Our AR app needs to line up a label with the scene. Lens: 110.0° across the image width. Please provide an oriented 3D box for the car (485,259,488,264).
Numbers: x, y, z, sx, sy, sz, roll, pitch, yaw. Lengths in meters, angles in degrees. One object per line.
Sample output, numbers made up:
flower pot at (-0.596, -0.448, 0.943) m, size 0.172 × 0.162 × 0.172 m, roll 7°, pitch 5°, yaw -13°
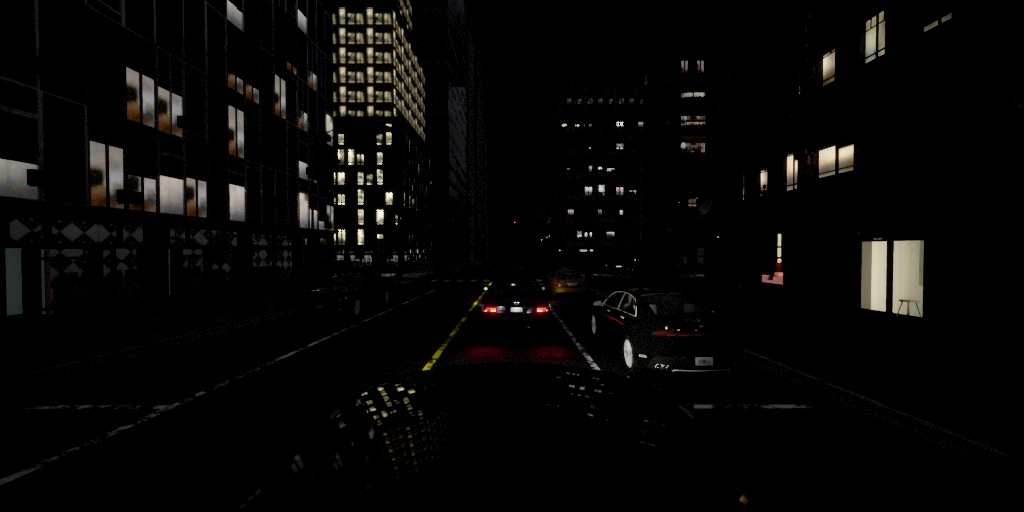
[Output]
car at (-5.803, 1.303, 62.290) m, size 1.948 × 1.339 × 4.313 m, roll 0°, pitch 0°, yaw 0°

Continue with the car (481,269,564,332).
car at (0.085, 1.295, 10.845) m, size 2.033 × 1.411 × 5.357 m, roll 0°, pitch 0°, yaw 0°

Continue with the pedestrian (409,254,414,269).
pedestrian at (-12.629, 0.669, 45.140) m, size 0.375 × 1.860 × 0.375 m, roll 0°, pitch 0°, yaw 1°

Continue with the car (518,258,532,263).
car at (2.577, 1.288, 62.305) m, size 2.007 × 1.370 × 4.403 m, roll 0°, pitch 0°, yaw 0°

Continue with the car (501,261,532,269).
car at (0.057, 1.249, 21.267) m, size 1.837 × 1.490 × 4.892 m, roll 0°, pitch 0°, yaw 0°

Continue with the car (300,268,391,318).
car at (-5.843, 1.292, 13.094) m, size 1.888 × 1.381 × 4.507 m, roll 0°, pitch 0°, yaw 0°

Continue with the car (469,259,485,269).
car at (-5.793, 1.263, 56.466) m, size 1.751 × 1.417 × 4.829 m, roll 0°, pitch 0°, yaw 0°

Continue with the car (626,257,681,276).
car at (15.462, 1.081, 39.267) m, size 5.566 × 2.045 × 2.150 m, roll 1°, pitch 1°, yaw 1°

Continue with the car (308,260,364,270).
car at (-17.646, 1.108, 36.476) m, size 5.008 × 1.535 × 1.882 m, roll 0°, pitch 1°, yaw -1°

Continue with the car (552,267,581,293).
car at (2.786, 1.271, 18.866) m, size 1.751 × 1.417 × 4.829 m, roll 0°, pitch 0°, yaw 0°

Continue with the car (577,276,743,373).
car at (2.807, 1.299, 7.407) m, size 2.007 × 1.370 × 4.403 m, roll 0°, pitch 0°, yaw 0°

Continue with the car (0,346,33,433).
car at (-5.796, 1.300, 1.804) m, size 2.007 × 1.370 × 4.403 m, roll 0°, pitch 0°, yaw 0°
